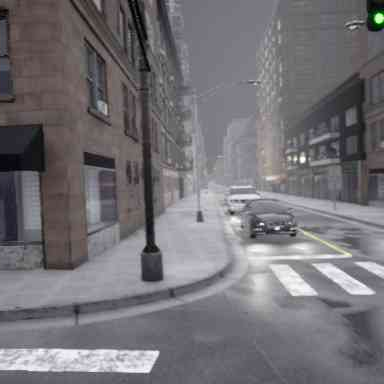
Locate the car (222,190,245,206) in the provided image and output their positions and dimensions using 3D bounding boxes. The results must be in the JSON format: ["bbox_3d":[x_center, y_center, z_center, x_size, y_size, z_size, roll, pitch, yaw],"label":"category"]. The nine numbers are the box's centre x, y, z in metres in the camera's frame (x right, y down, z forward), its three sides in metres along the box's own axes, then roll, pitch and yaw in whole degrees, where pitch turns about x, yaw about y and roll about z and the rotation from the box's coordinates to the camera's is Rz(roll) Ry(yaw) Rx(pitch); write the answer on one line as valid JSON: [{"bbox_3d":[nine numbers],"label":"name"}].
[{"bbox_3d":[4.332,0.608,35.528,2.033,1.411,5.357,-2,1,3],"label":"car"}]

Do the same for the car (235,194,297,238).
[{"bbox_3d":[3.245,1.065,14.928,1.837,1.490,4.892,-2,1,1],"label":"car"}]

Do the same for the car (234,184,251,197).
[{"bbox_3d":[8.396,-0.321,55.620,2.150,2.045,5.566,-2,1,3],"label":"car"}]

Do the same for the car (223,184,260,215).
[{"bbox_3d":[3.756,0.539,24.960,2.150,2.045,5.566,-2,1,3],"label":"car"}]
